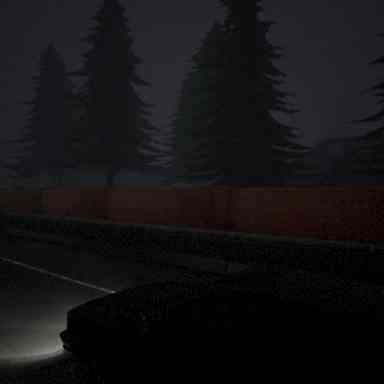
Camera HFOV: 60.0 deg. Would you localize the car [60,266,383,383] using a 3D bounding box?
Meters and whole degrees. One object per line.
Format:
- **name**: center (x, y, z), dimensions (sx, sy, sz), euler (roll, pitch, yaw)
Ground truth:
- **car**: center (0.896, 1.553, 3.396), dimensions (5.357, 1.411, 2.033), euler (0, 0, 37)
